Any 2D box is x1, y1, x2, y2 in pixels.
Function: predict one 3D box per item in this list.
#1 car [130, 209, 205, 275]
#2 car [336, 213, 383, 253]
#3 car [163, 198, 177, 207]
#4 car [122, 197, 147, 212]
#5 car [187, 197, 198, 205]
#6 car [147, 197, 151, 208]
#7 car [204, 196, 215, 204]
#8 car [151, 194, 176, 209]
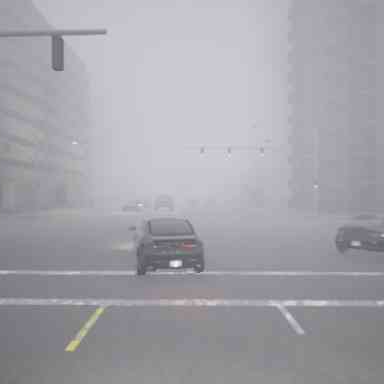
[{"bbox_3d":[-0.900,1.523,10.658,1.837,1.490,4.892,0,0,-12],"label":"car"},{"bbox_3d":[7.112,1.545,12.751,1.812,1.442,4.674,-1,-1,45],"label":"car"},{"bbox_3d":[-3.557,1.683,53.496,1.895,1.301,4.718,0,0,1],"label":"car"},{"bbox_3d":[-7.103,1.609,40.282,2.033,1.411,5.357,0,0,0],"label":"car"},{"bbox_3d":[0.085,1.654,59.013,1.994,1.385,4.181,0,0,0],"label":"car"},{"bbox_3d":[-7.077,1.555,50.105,1.882,1.535,5.008,0,0,0],"label":"car"},{"bbox_3d":[3.495,1.604,64.878,1.837,1.490,4.892,0,0,0],"label":"car"},{"bbox_3d":[-3.609,1.288,43.523,2.150,2.045,5.566,0,0,1],"label":"car"}]
